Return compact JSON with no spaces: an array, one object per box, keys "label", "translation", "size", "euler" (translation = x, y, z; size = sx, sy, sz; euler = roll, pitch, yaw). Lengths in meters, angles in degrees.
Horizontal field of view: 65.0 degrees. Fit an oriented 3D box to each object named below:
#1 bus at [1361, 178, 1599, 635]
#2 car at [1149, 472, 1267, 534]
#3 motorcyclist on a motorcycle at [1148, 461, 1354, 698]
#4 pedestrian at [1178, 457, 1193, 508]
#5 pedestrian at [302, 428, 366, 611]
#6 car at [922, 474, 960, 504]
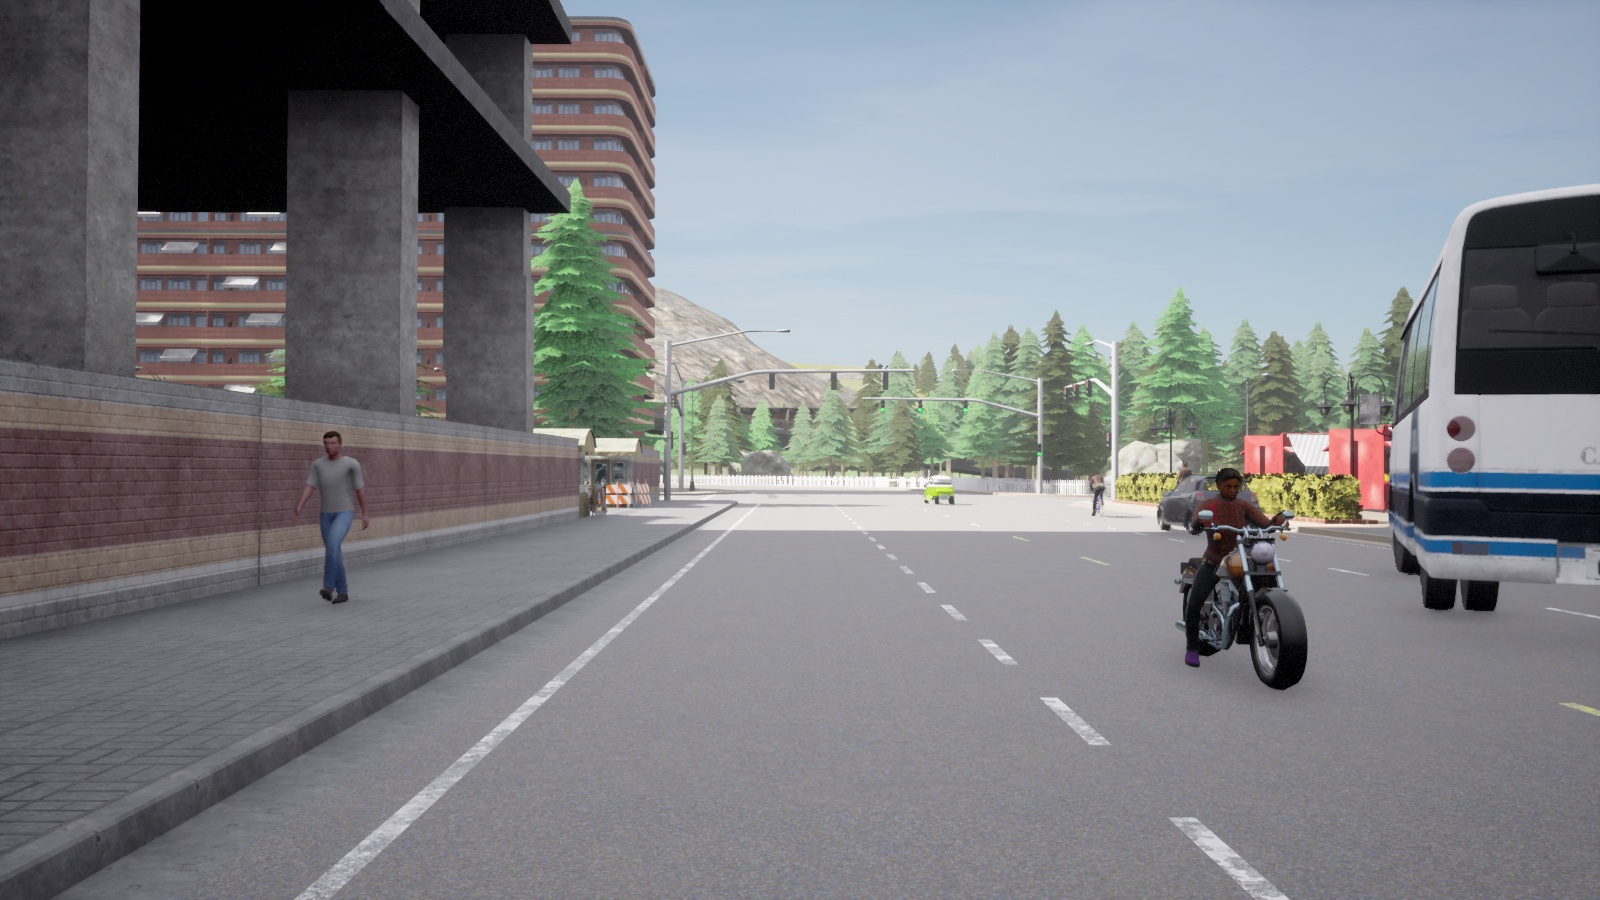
[{"label":"bus","translation":[9.562,-0.327,16.336],"size":[3.944,4.253,10.273],"euler":[0,-1,23]},{"label":"car","translation":[10.419,1.329,32.346],"size":[1.845,1.501,3.633],"euler":[0,-1,0]},{"label":"motorcyclist on a motorcycle","translation":[3.475,0.918,9.942],"size":[0.766,1.649,2.350],"euler":[0,-1,0]},{"label":"pedestrian","translation":[13.963,1.175,45.517],"size":[0.328,1.805,0.869],"euler":[0,-1,5]},{"label":"pedestrian","translation":[-4.800,0.706,12.962],"size":[0.354,1.836,0.706],"euler":[0,-1,4]},{"label":"car","translation":[6.735,1.853,60.158],"size":[1.481,1.376,2.207],"euler":[0,-1,-4]}]
